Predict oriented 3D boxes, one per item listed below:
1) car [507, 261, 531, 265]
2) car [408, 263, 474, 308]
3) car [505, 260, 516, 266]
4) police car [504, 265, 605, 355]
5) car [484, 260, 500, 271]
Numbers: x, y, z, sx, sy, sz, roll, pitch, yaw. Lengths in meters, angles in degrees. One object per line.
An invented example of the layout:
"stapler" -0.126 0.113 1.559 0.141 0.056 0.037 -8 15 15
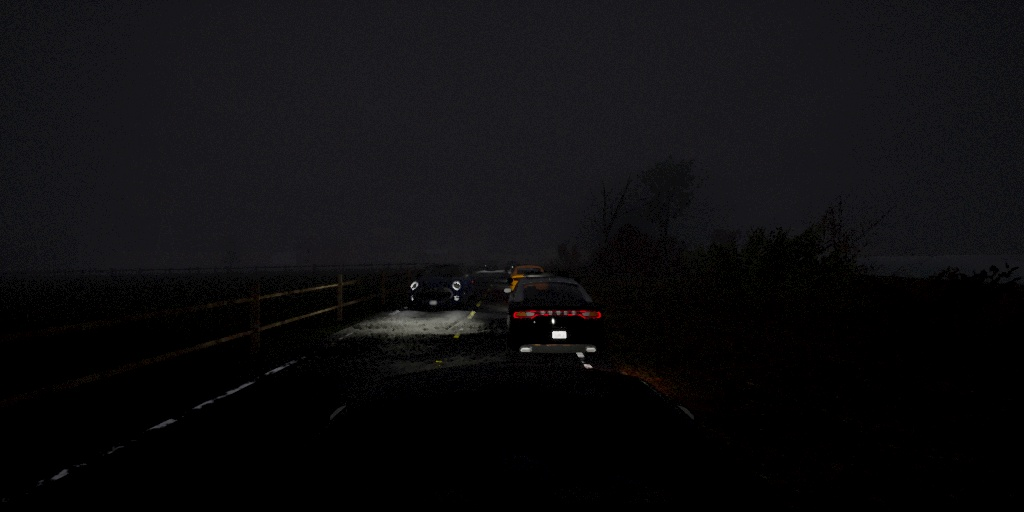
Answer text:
"car" 0.832 1.228 18.744 1.882 1.535 5.008 0 0 0
"car" -2.847 1.102 15.220 2.097 1.767 4.553 0 0 0
"car" 0.064 1.335 46.642 1.994 1.385 4.181 0 0 0
"police car" 0.828 1.174 8.853 1.930 1.638 5.238 0 0 0
"car" -2.731 1.280 49.550 1.837 1.490 4.892 0 0 0
